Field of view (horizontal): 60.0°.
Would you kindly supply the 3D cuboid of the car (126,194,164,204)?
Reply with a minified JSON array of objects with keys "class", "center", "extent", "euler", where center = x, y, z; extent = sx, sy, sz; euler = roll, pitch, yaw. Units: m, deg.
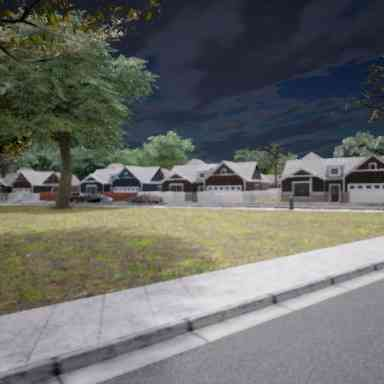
[{"class":"car","center":[-6.516,0.945,45.859],"extent":[5.357,1.411,2.033],"euler":[0,1,27]}]

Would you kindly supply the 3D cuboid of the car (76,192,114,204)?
[{"class":"car","center":[-13.054,0.957,46.041],"extent":[4.902,1.511,2.128],"euler":[0,1,27]}]

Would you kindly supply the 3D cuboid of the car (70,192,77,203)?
[{"class":"car","center":[-18.646,0.815,51.988],"extent":[4.553,1.767,2.097],"euler":[0,1,27]}]
